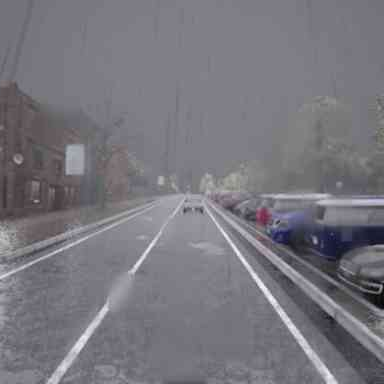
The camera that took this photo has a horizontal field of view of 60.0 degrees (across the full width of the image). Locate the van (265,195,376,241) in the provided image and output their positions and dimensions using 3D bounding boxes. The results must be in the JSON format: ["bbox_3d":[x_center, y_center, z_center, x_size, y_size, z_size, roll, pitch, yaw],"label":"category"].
[{"bbox_3d":[5.812,1.139,15.480,4.442,1.987,1.878,0,1,0],"label":"van"}]

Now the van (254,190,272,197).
[{"bbox_3d":[18.825,0.354,88.417,4.442,1.987,1.878,0,0,0],"label":"van"}]

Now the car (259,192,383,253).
[{"bbox_3d":[5.670,1.146,12.676,5.566,2.045,2.435,0,1,0],"label":"car"}]

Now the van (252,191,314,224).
[{"bbox_3d":[5.809,1.106,18.283,4.442,1.987,1.878,0,1,0],"label":"van"}]

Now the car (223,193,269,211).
[{"bbox_3d":[5.645,1.009,35.103,4.553,1.767,2.185,0,1,0],"label":"car"}]

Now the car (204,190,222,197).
[{"bbox_3d":[5.597,0.454,88.361,4.553,1.767,2.185,0,0,0],"label":"car"}]

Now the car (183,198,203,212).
[{"bbox_3d":[0.112,1.281,33.168,1.895,1.301,4.718,0,1,0],"label":"car"}]

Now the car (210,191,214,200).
[{"bbox_3d":[5.631,0.966,51.923,4.792,1.488,2.163,0,1,0],"label":"car"}]

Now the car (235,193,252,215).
[{"bbox_3d":[5.718,1.140,23.890,4.553,1.767,2.185,0,1,0],"label":"car"}]

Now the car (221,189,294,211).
[{"bbox_3d":[5.653,0.949,29.495,5.566,2.045,2.435,0,1,0],"label":"car"}]

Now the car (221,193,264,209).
[{"bbox_3d":[5.642,0.976,37.906,4.553,1.767,2.185,0,1,0],"label":"car"}]

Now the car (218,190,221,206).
[{"bbox_3d":[5.650,0.916,32.298,5.566,2.045,2.435,0,1,0],"label":"car"}]

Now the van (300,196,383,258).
[{"bbox_3d":[5.817,1.204,9.876,4.442,1.987,1.878,0,1,0],"label":"van"}]

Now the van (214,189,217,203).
[{"bbox_3d":[5.551,0.810,43.511,4.442,1.987,1.878,0,1,0],"label":"van"}]

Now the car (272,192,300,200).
[{"bbox_3d":[18.720,0.777,66.137,5.008,1.535,2.097,0,1,0],"label":"car"}]

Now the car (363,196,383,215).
[{"bbox_3d":[18.576,1.193,29.909,5.366,1.575,1.946,0,1,0],"label":"car"}]

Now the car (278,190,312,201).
[{"bbox_3d":[18.702,0.585,60.566,5.566,2.045,2.435,0,1,0],"label":"car"}]

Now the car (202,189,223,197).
[{"bbox_3d":[5.657,0.308,91.161,5.566,2.045,2.435,0,0,0],"label":"car"}]

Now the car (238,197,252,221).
[{"bbox_3d":[5.683,1.300,21.089,4.892,1.521,2.231,0,1,0],"label":"car"}]

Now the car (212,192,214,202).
[{"bbox_3d":[5.660,1.002,46.317,5.008,1.535,2.097,0,1,0],"label":"car"}]

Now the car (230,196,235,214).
[{"bbox_3d":[5.682,1.273,26.696,4.674,1.452,2.002,0,1,0],"label":"car"}]

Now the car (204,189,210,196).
[{"bbox_3d":[5.636,0.724,71.537,4.892,1.521,2.231,0,1,0],"label":"car"}]

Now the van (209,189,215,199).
[{"bbox_3d":[5.540,0.678,54.723,4.442,1.987,1.878,0,1,0],"label":"van"}]

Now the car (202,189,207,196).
[{"bbox_3d":[5.666,0.448,74.342,5.566,2.045,2.435,0,0,0],"label":"car"}]

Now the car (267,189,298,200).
[{"bbox_3d":[18.695,0.497,68.921,5.566,2.045,2.435,0,0,0],"label":"car"}]

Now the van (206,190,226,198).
[{"bbox_3d":[5.749,0.426,79.950,4.442,1.987,1.878,0,0,0],"label":"van"}]

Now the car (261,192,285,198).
[{"bbox_3d":[18.709,0.675,77.276,5.008,1.535,2.097,0,0,0],"label":"car"}]

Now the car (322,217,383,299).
[{"bbox_3d":[5.710,1.458,7.071,4.892,1.521,2.231,0,1,0],"label":"car"}]

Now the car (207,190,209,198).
[{"bbox_3d":[5.837,0.835,60.332,5.366,1.575,1.946,0,1,0],"label":"car"}]
